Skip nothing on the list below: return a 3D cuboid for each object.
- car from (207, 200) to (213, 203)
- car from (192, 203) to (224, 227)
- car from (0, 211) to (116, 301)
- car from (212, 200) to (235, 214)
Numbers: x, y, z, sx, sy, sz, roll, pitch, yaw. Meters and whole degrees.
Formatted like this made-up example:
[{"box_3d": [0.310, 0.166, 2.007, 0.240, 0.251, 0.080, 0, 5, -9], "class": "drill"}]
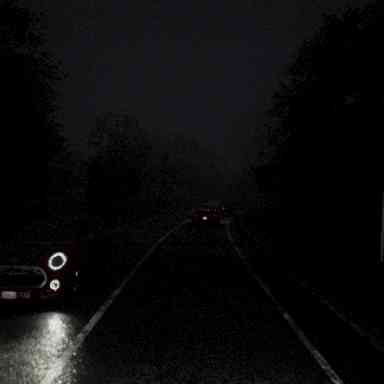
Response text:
[{"box_3d": [3.390, 1.963, 52.356, 1.812, 1.442, 4.674, 1, 0, 19], "class": "car"}, {"box_3d": [1.107, 1.785, 24.775, 1.994, 1.385, 4.181, 0, -1, 6], "class": "car"}, {"box_3d": [-3.505, 1.422, 8.693, 2.097, 1.767, 4.553, 0, 0, 1], "class": "car"}, {"box_3d": [4.259, 1.971, 42.116, 1.994, 1.385, 4.181, 1, -1, 14], "class": "car"}]
